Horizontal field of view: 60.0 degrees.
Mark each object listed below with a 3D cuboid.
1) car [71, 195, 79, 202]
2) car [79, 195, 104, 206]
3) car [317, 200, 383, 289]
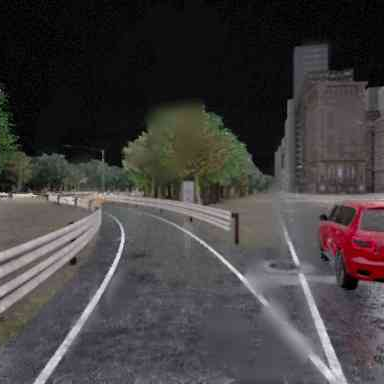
[{"bbox_3d":[-19.217,1.158,55.892,1.895,1.301,4.718,0,1,-26],"label":"car"},{"bbox_3d":[-13.959,1.188,47.062,1.882,1.535,5.008,0,1,-32],"label":"car"},{"bbox_3d":[4.857,1.223,9.063,2.150,2.045,5.566,0,0,13],"label":"car"}]
